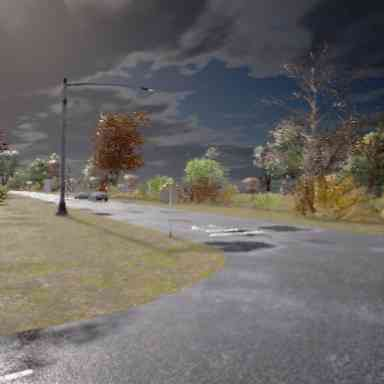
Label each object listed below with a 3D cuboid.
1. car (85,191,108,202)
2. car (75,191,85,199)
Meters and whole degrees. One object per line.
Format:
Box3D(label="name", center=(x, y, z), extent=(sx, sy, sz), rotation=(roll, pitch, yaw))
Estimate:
Box3D(label="car", center=(-13.845, 0.684, 49.305), extent=(1.837, 1.490, 4.892), rotation=(1, 0, -32))
Box3D(label="car", center=(-18.881, 0.574, 57.474), extent=(1.994, 1.385, 4.181), rotation=(1, 0, -32))
